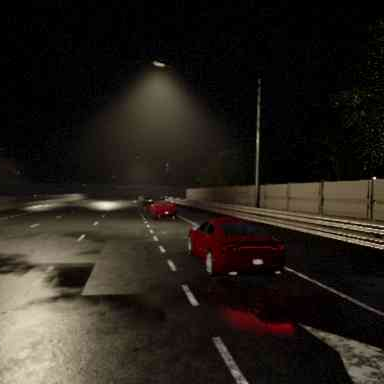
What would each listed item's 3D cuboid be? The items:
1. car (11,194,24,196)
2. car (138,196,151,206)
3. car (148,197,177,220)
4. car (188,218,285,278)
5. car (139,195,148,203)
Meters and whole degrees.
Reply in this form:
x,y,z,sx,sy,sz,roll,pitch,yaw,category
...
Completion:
x,y,z,sx,sy,sz,roll,pitch,yaw,category
-28.641,1.057,54.429,2.033,1.411,5.357,2,0,-10,car
-7.422,1.569,55.352,2.128,1.511,4.902,2,0,-11,car
-2.499,1.542,29.438,1.882,1.535,5.008,2,0,-11,car
1.138,1.552,10.543,1.882,1.535,5.008,2,0,-11,car
-10.840,1.571,73.738,1.882,1.535,5.008,2,0,-8,car
